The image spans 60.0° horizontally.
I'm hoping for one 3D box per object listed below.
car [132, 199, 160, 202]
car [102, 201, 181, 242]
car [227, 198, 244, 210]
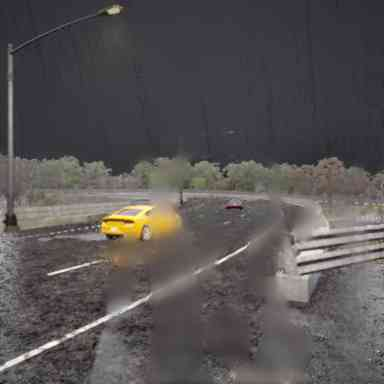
[{"bbox_3d":[-2.970,1.273,23.955,2.097,1.767,4.553,0,0,21],"label":"car"},{"bbox_3d":[-2.265,1.424,16.296,1.882,1.535,5.008,0,0,25],"label":"car"},{"bbox_3d":[5.414,1.424,41.386,1.994,1.385,4.181,0,0,11],"label":"car"}]
